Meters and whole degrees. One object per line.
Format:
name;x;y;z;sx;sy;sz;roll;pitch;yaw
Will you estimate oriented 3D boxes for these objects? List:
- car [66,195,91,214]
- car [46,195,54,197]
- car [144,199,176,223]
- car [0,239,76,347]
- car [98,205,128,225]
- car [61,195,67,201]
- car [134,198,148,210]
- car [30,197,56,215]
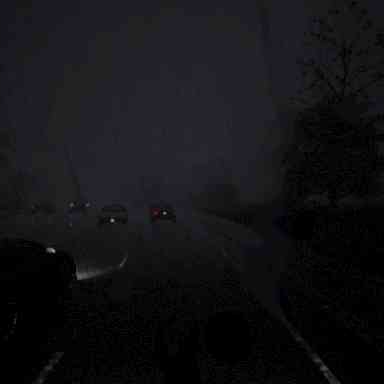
car;-12.019;1.342;35.972;2.097;1.767;4.553;0;0;-15
car;-31.191;1.350;73.033;1.895;1.301;4.718;0;0;-29
car;-2.365;1.539;25.795;2.033;1.411;5.357;0;0;-10
car;-3.693;1.566;6.278;1.994;1.385;4.181;0;0;-2
car;-5.655;1.595;24.256;1.895;1.301;4.718;0;0;-10
car;-28.182;1.298;74.822;2.033;1.411;5.357;0;0;-29
car;-6.312;1.479;42.265;2.128;1.511;4.902;0;0;-16
car;-15.153;1.517;34.199;1.812;1.442;4.674;0;0;-15
